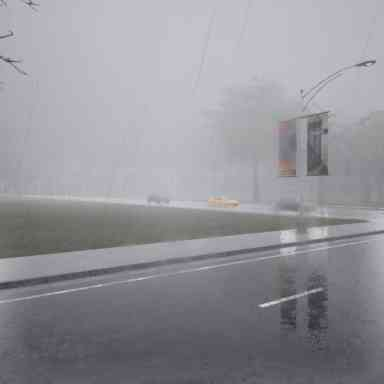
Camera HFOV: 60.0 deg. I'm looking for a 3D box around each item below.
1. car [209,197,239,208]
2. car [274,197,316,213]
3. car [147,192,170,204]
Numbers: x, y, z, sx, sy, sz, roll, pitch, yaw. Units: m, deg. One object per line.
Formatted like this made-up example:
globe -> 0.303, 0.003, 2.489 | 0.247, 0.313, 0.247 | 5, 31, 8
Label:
car -> 4.427, 1.428, 46.526 | 1.882, 1.535, 5.008 | 0, 1, -36
car -> 11.450, 1.341, 36.912 | 2.097, 1.767, 4.553 | 0, 0, -36
car -> -6.209, 1.112, 61.214 | 2.150, 2.045, 5.566 | 0, 0, -36
